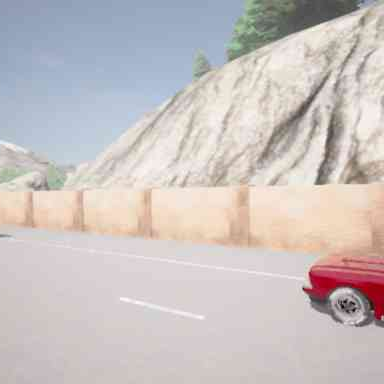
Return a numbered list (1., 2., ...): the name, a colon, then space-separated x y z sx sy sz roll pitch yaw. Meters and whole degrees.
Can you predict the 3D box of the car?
1. car: 4.304 1.521 5.290 4.718 1.301 1.895 -1 0 34
